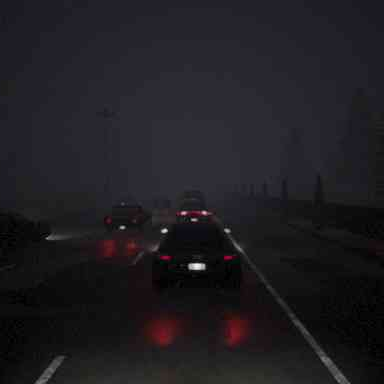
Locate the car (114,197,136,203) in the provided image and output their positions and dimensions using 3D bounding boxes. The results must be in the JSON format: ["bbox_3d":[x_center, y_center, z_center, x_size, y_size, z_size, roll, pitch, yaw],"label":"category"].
[{"bbox_3d":[-6.848,1.176,34.773,1.994,1.385,4.181,0,1,0],"label":"car"}]

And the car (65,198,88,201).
[{"bbox_3d":[-14.033,1.059,41.918,1.812,1.442,4.674,0,0,0],"label":"car"}]

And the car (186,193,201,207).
[{"bbox_3d":[0.164,0.972,43.529,1.801,1.575,5.366,0,1,0],"label":"car"}]

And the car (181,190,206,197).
[{"bbox_3d":[0.146,0.871,31.342,2.150,2.045,5.566,0,0,0],"label":"car"}]

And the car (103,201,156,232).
[{"bbox_3d":[-3.373,1.395,18.373,1.895,1.301,4.718,0,1,0],"label":"car"}]

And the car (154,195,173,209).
[{"bbox_3d":[-3.343,1.066,38.292,2.128,1.511,4.902,0,1,0],"label":"car"}]

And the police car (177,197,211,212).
[{"bbox_3d":[0.128,1.283,19.678,2.038,1.542,4.974,0,0,0],"label":"police car"}]

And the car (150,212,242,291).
[{"bbox_3d":[0.107,1.465,8.784,1.994,1.385,4.181,0,1,0],"label":"car"}]

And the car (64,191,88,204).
[{"bbox_3d":[-17.502,0.791,50.413,2.097,1.767,4.553,0,1,0],"label":"car"}]

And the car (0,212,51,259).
[{"bbox_3d":[-6.882,1.417,11.649,2.033,1.411,5.357,0,1,0],"label":"car"}]
